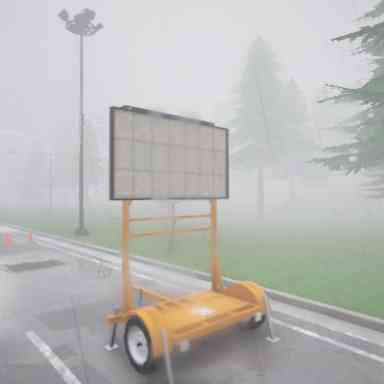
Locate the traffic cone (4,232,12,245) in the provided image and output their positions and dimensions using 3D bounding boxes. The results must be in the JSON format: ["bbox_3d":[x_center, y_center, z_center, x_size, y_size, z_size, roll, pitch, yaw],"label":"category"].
[{"bbox_3d":[-8.642,2.149,15.592,0.340,0.580,0.340,0,-1,-42],"label":"traffic cone"}]

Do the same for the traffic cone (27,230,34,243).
[{"bbox_3d":[-7.895,2.155,16.257,0.340,0.580,0.340,0,-1,-42],"label":"traffic cone"}]

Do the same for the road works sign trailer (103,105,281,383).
[{"bbox_3d":[-0.392,0.529,5.552,2.380,3.560,2.880,0,-1,-42],"label":"road works sign trailer"}]
